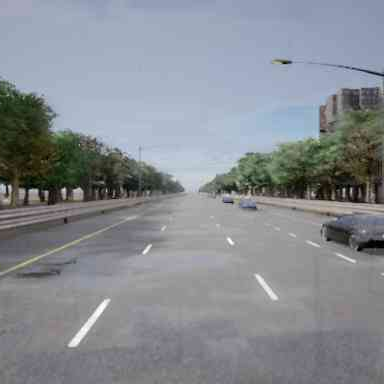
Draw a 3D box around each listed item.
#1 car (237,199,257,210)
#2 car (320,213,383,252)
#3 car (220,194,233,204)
[{"bbox_3d":[6.999,1.563,42.544,2.033,1.411,5.357,0,0,0],"label":"car"},{"bbox_3d":[6.998,1.568,13.890,1.994,1.385,4.181,0,0,0],"label":"car"},{"bbox_3d":[7.057,1.608,66.584,1.994,1.385,4.181,0,0,0],"label":"car"}]
